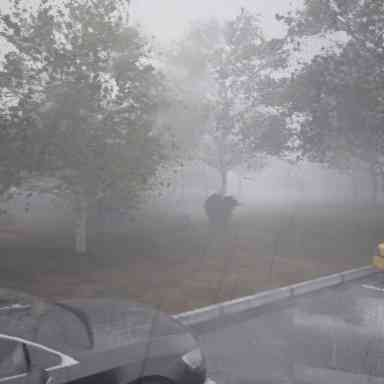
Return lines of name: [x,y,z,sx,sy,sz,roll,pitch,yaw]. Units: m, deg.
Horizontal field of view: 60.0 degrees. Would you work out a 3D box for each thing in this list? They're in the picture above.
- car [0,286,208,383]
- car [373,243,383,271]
car: [-2.131,1.481,2.537,4.892,1.521,2.231,0,0,-33]
car: [7.101,1.478,9.113,5.366,1.575,1.946,0,0,-33]
